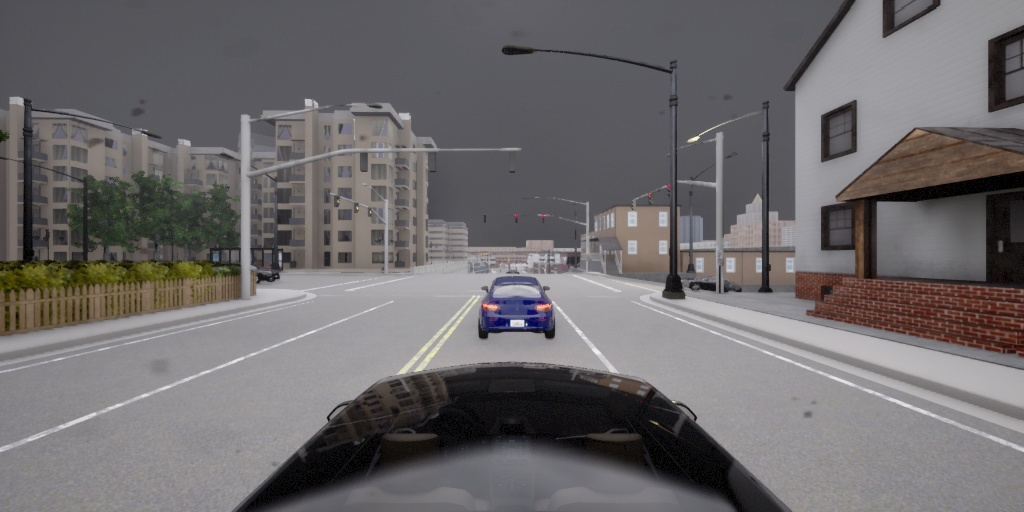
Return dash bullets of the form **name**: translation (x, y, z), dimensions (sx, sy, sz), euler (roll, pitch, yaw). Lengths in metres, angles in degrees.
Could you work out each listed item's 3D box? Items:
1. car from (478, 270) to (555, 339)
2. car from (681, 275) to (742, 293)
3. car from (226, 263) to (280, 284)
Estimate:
- **car**: translation (0.107, 1.275, 9.985), dimensions (1.812, 1.442, 4.674), euler (0, 0, 0)
- **car**: translation (16.309, 2.362, 29.664), dimensions (4.902, 1.511, 2.128), euler (8, 0, 1)
- **car**: translation (-19.822, 1.254, 26.475), dimensions (4.892, 1.490, 1.837), euler (0, 0, 1)
